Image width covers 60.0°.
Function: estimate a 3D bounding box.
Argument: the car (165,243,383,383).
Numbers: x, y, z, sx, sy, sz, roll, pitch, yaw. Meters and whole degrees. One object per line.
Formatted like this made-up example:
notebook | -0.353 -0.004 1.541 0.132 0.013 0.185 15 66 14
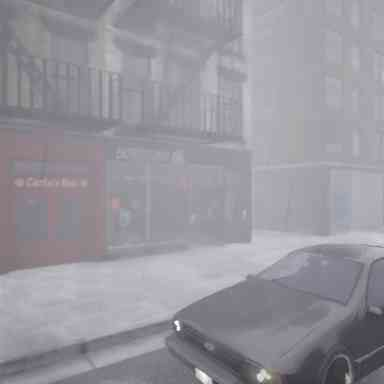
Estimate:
car | 2.289 1.542 5.010 5.357 1.411 2.033 0 0 -36
